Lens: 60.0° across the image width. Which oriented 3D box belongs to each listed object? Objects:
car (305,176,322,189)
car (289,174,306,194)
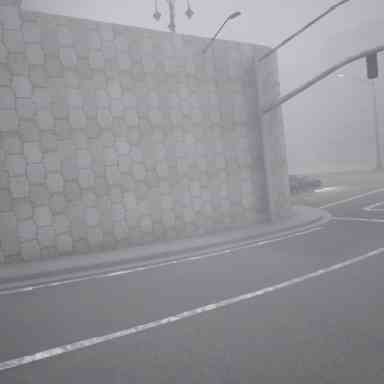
[{"bbox_3d":[9.640,-0.906,30.414,1.994,1.385,4.181,-10,6,-34],"label":"car"},{"bbox_3d":[6.819,-0.602,28.351,2.097,1.767,4.553,-10,6,-35],"label":"car"}]
